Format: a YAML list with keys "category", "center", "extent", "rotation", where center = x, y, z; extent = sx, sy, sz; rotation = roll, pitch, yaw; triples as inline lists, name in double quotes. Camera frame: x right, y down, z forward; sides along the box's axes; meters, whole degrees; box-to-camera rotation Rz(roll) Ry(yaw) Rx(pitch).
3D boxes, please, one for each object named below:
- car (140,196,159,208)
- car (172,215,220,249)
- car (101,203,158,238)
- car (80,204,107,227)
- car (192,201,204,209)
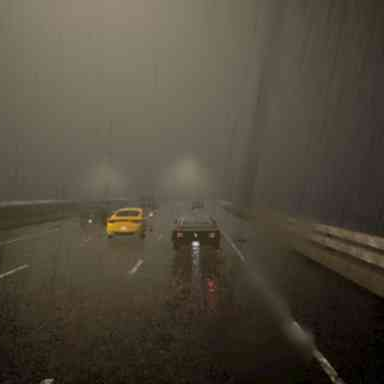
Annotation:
- category: "car"
  center: [-6.199, 1.608, 48.341]
  extent: [2.150, 2.045, 5.566]
  rotation: [0, 0, 2]
- category: "car"
  center: [0.171, 1.708, 15.048]
  extent: [1.895, 1.301, 4.718]
  rotation: [0, 0, 1]
- category: "car"
  center: [-3.286, 1.610, 18.522]
  extent: [1.882, 1.535, 5.008]
  rotation: [0, 0, 1]
- category: "car"
  center: [-6.709, 1.684, 24.443]
  extent: [1.837, 1.490, 4.892]
  rotation: [0, 0, 1]
- category: "car"
  center: [0.935, 2.029, 52.906]
  extent: [1.895, 1.301, 4.718]
  rotation: [0, -1, 2]
